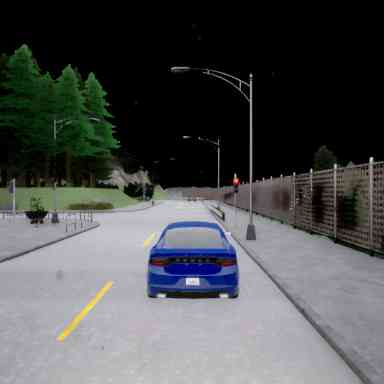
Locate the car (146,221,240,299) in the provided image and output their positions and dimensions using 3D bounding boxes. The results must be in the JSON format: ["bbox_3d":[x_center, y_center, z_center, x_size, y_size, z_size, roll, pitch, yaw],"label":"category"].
[{"bbox_3d":[0.034,1.478,8.519,1.882,1.535,5.008,0,0,0],"label":"car"}]

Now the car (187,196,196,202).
[{"bbox_3d":[-0.026,1.540,79.500,2.033,1.411,5.357,0,0,-4],"label":"car"}]
